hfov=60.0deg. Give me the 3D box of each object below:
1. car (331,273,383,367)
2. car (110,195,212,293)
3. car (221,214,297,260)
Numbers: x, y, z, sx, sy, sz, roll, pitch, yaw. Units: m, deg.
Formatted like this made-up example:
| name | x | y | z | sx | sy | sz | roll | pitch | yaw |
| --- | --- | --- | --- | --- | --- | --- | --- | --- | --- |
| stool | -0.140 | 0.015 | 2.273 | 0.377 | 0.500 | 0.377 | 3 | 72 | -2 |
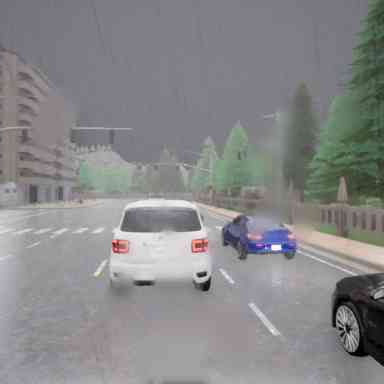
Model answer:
| name | x | y | z | sx | sy | sz | roll | pitch | yaw |
| --- | --- | --- | --- | --- | --- | --- | --- | --- | --- |
| car | 3.117 | 1.492 | 3.177 | 2.128 | 1.511 | 4.902 | 0 | 0 | -3 |
| car | -0.809 | 1.221 | 9.042 | 2.150 | 2.045 | 5.566 | 0 | 0 | -5 |
| car | 2.333 | 1.526 | 12.404 | 1.812 | 1.442 | 4.674 | 0 | 0 | -6 |
